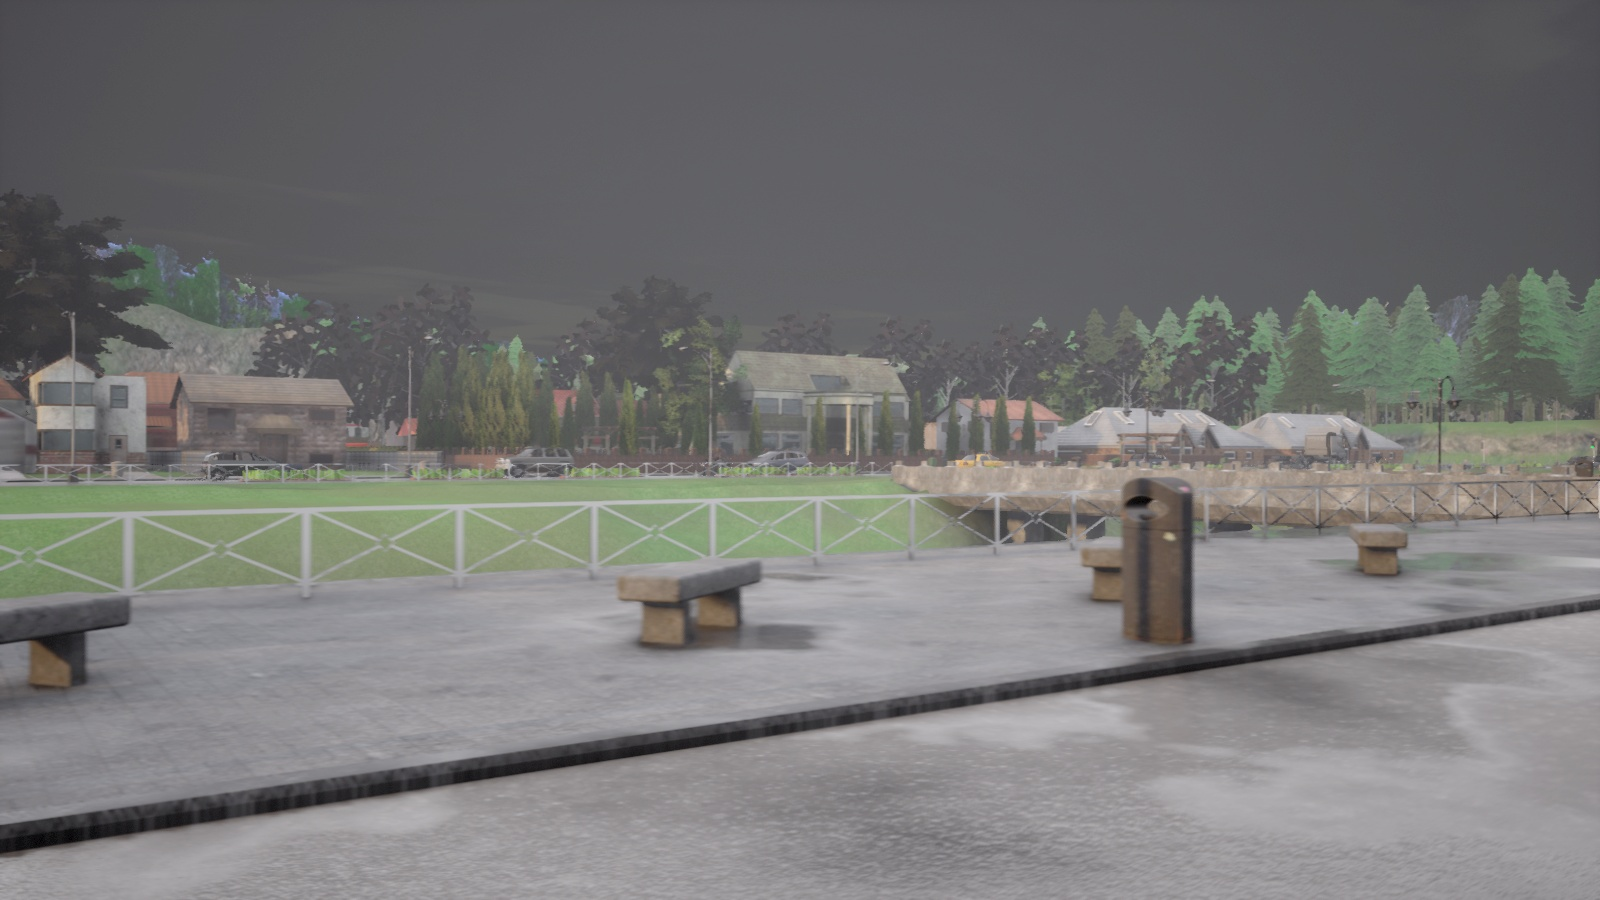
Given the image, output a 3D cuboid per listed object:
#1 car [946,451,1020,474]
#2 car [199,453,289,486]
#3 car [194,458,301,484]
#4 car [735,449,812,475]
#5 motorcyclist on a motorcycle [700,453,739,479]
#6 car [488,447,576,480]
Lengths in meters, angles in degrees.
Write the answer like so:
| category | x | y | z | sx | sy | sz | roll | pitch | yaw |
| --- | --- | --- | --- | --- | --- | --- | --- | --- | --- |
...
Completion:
| category | x | y | z | sx | sy | sz | roll | pitch | yaw |
| --- | --- | --- | --- | --- | --- | --- | --- | --- | --- |
| car | 12.909 | 0.873 | 88.410 | 5.366 | 1.575 | 1.801 | 0 | 0 | -35 |
| car | -26.870 | 0.929 | 60.735 | 3.705 | 1.549 | 1.789 | 0 | 0 | -35 |
| car | -28.379 | 1.064 | 64.558 | 4.718 | 1.301 | 1.895 | 0 | 0 | -35 |
| car | -1.748 | 0.797 | 83.087 | 4.611 | 1.667 | 2.242 | 0 | 0 | -35 |
| motorcyclist on a motorcycle | -4.873 | 0.977 | 76.038 | 2.191 | 1.530 | 0.866 | 0 | 0 | -35 |
| car | -15.655 | 0.775 | 73.412 | 4.605 | 1.855 | 1.932 | 0 | 0 | -35 |
